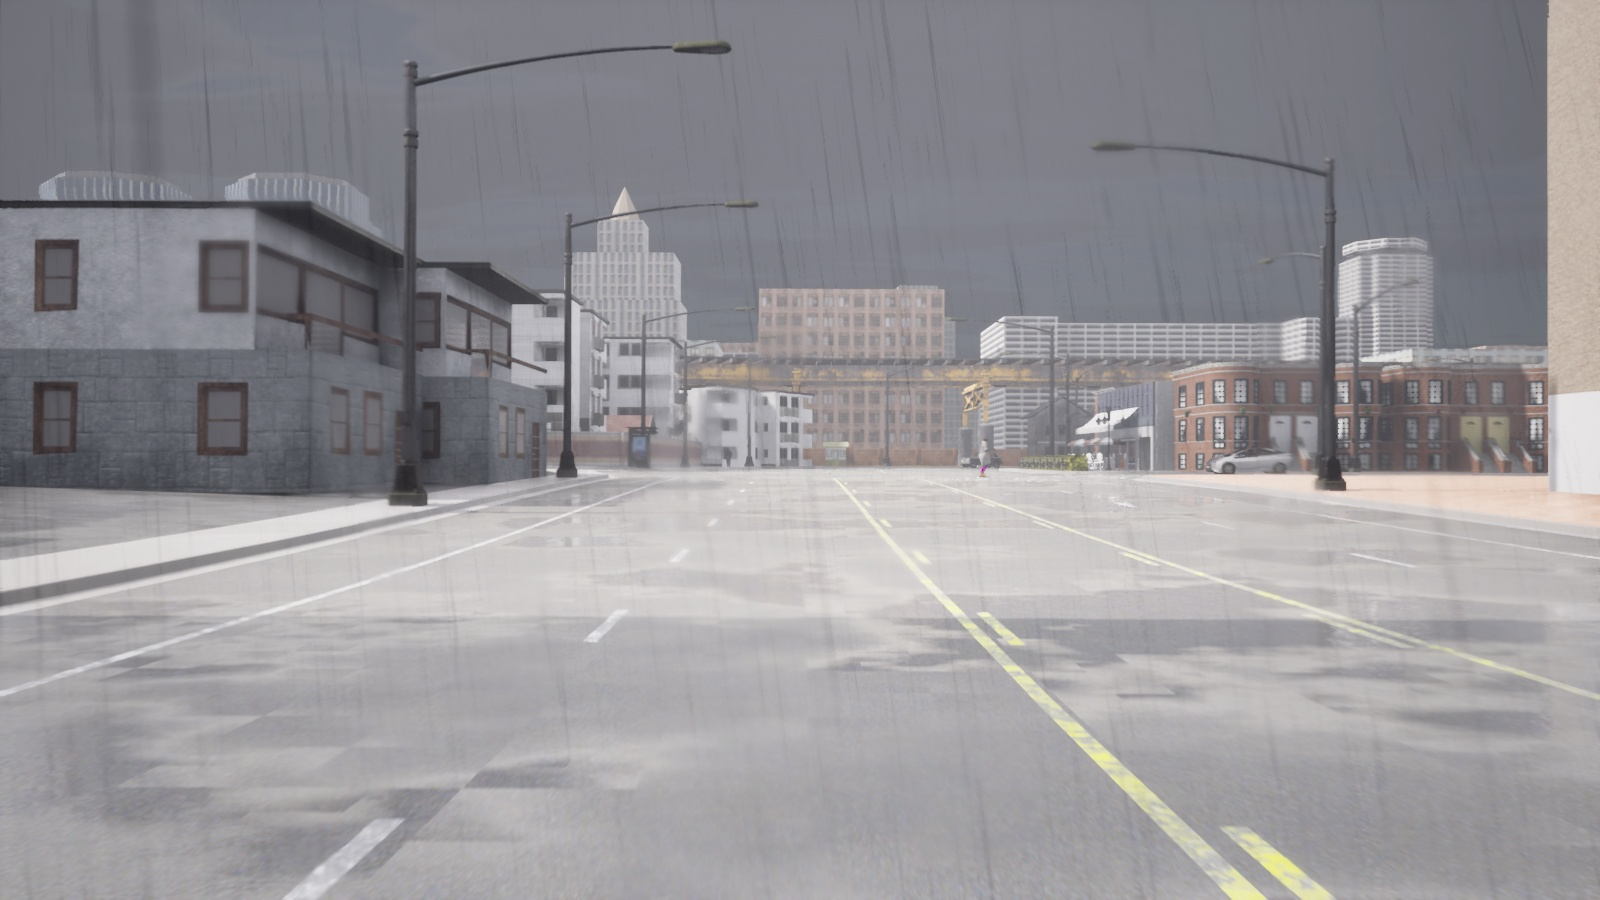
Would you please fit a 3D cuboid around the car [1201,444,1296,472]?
[{"bbox_3d":[24.617,0.428,68.996,4.514,1.525,2.007,0,-1,1],"label":"car"}]

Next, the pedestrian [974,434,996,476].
[{"bbox_3d":[8.491,0.230,57.800,0.873,1.952,0.659,0,-1,-4],"label":"pedestrian"}]
